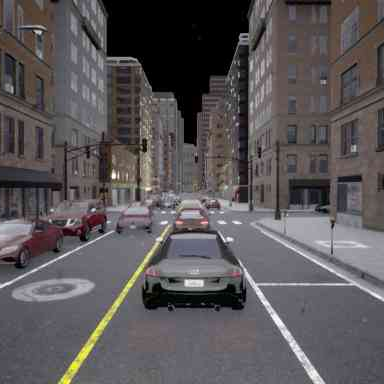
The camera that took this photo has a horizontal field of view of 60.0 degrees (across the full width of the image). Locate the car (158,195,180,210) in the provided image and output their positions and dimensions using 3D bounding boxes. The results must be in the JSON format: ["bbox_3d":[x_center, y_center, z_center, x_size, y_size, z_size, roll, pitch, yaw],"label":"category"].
[{"bbox_3d":[-3.143,1.511,44.373,2.128,1.511,4.902,0,0,0],"label":"car"}]

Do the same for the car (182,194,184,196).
[{"bbox_3d":[-3.105,1.575,65.479,1.812,1.442,4.674,0,0,1],"label":"car"}]

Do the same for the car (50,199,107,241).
[{"bbox_3d":[-5.696,1.315,16.673,2.192,1.841,5.009,-1,0,0],"label":"car"}]

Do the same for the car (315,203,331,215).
[{"bbox_3d":[14.829,1.431,32.250,5.357,1.411,2.033,0,1,2],"label":"car"}]

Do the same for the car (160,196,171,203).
[{"bbox_3d":[-5.750,1.611,71.497,2.008,1.369,4.403,-1,0,0],"label":"car"}]

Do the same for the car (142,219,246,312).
[{"bbox_3d":[0.058,1.563,7.820,1.994,1.385,4.181,0,0,1],"label":"car"}]

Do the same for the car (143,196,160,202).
[{"bbox_3d":[-5.721,1.600,43.673,1.802,1.307,4.206,-1,0,0],"label":"car"}]

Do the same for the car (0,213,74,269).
[{"bbox_3d":[-5.687,1.581,11.091,1.802,1.307,4.206,-1,0,0],"label":"car"}]

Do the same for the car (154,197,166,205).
[{"bbox_3d":[-5.738,1.566,60.198,1.752,1.417,4.829,-1,0,0],"label":"car"}]

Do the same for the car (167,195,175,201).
[{"bbox_3d":[-5.773,1.546,93.758,1.967,1.590,4.097,-1,0,0],"label":"car"}]

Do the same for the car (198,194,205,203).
[{"bbox_3d":[2.782,1.595,65.962,1.887,1.381,4.507,-1,0,0],"label":"car"}]

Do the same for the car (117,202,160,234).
[{"bbox_3d":[-3.092,1.526,19.284,1.812,1.442,4.674,0,0,-2],"label":"car"}]

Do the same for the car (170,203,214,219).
[{"bbox_3d":[0.003,1.526,16.957,1.812,1.442,4.674,0,0,0],"label":"car"}]

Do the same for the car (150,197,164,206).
[{"bbox_3d":[-5.733,1.577,54.803,1.887,1.381,4.507,-1,0,0],"label":"car"}]

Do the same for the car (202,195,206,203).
[{"bbox_3d":[2.798,1.550,49.443,1.752,1.417,4.829,-1,0,0],"label":"car"}]

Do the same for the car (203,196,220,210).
[{"bbox_3d":[2.804,1.600,43.710,1.802,1.307,4.206,-1,0,0],"label":"car"}]

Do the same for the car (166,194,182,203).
[{"bbox_3d":[-3.145,1.524,54.748,2.128,1.511,4.902,0,0,0],"label":"car"}]

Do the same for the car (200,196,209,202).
[{"bbox_3d":[2.770,1.616,77.090,1.887,1.381,4.507,-1,0,0],"label":"car"}]

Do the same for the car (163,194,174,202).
[{"bbox_3d":[-5.764,1.399,82.628,2.192,1.841,5.009,-1,0,0],"label":"car"}]
